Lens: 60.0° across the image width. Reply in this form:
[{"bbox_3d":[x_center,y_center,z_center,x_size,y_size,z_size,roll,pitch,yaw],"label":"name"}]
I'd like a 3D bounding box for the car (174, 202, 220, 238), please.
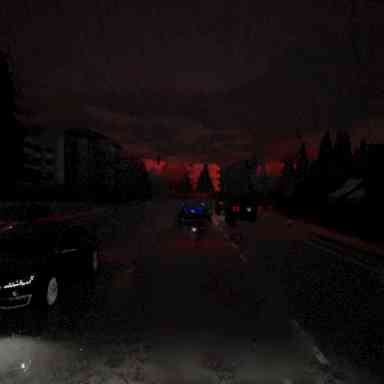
[{"bbox_3d":[0.094,1.491,17.449,2.128,1.511,4.902,0,0,0],"label":"car"}]

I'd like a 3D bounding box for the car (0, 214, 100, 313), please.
[{"bbox_3d":[-3.595,1.506,7.901,1.837,1.490,4.892,0,0,0],"label":"car"}]

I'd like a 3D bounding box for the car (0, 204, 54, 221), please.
[{"bbox_3d":[-7.083,1.351,13.469,2.097,1.767,4.553,0,0,0],"label":"car"}]

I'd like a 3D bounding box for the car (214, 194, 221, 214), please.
[{"bbox_3d":[3.535,1.220,33.962,2.150,2.045,5.566,0,0,0],"label":"car"}]

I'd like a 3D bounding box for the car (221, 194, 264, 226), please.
[{"bbox_3d":[3.593,1.220,23.601,2.150,2.045,5.566,0,0,0],"label":"car"}]

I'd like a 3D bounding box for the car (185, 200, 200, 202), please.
[{"bbox_3d":[0.070,1.476,30.393,1.882,1.535,5.008,0,0,0],"label":"car"}]
